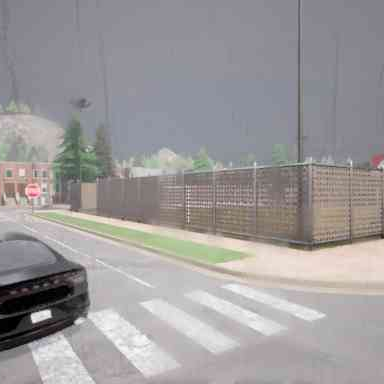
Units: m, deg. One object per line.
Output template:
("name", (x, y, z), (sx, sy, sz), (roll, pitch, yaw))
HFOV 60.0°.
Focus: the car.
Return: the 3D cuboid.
("car", (-3.776, 1.483, 6.053), (5.008, 1.535, 1.882), (0, 3, 43))
